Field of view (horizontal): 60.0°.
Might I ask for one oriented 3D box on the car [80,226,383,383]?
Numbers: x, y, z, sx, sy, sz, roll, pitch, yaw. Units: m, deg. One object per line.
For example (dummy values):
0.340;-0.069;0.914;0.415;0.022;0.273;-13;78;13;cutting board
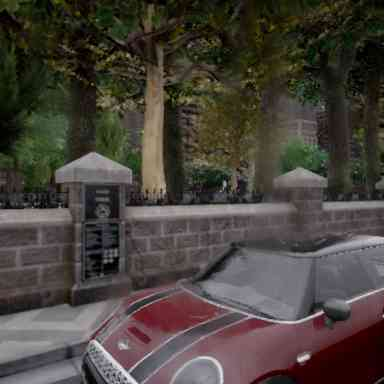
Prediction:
1.079;1.365;4.035;4.553;1.767;2.097;0;0;-36;car
